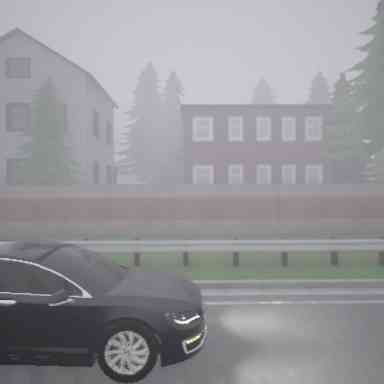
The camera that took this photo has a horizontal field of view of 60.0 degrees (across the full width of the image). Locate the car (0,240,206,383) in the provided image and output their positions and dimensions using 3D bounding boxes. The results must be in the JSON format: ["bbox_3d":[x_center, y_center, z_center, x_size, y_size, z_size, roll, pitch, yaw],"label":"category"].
[{"bbox_3d":[-2.240,1.498,4.767,4.892,1.490,1.837,0,0,-1],"label":"car"}]
